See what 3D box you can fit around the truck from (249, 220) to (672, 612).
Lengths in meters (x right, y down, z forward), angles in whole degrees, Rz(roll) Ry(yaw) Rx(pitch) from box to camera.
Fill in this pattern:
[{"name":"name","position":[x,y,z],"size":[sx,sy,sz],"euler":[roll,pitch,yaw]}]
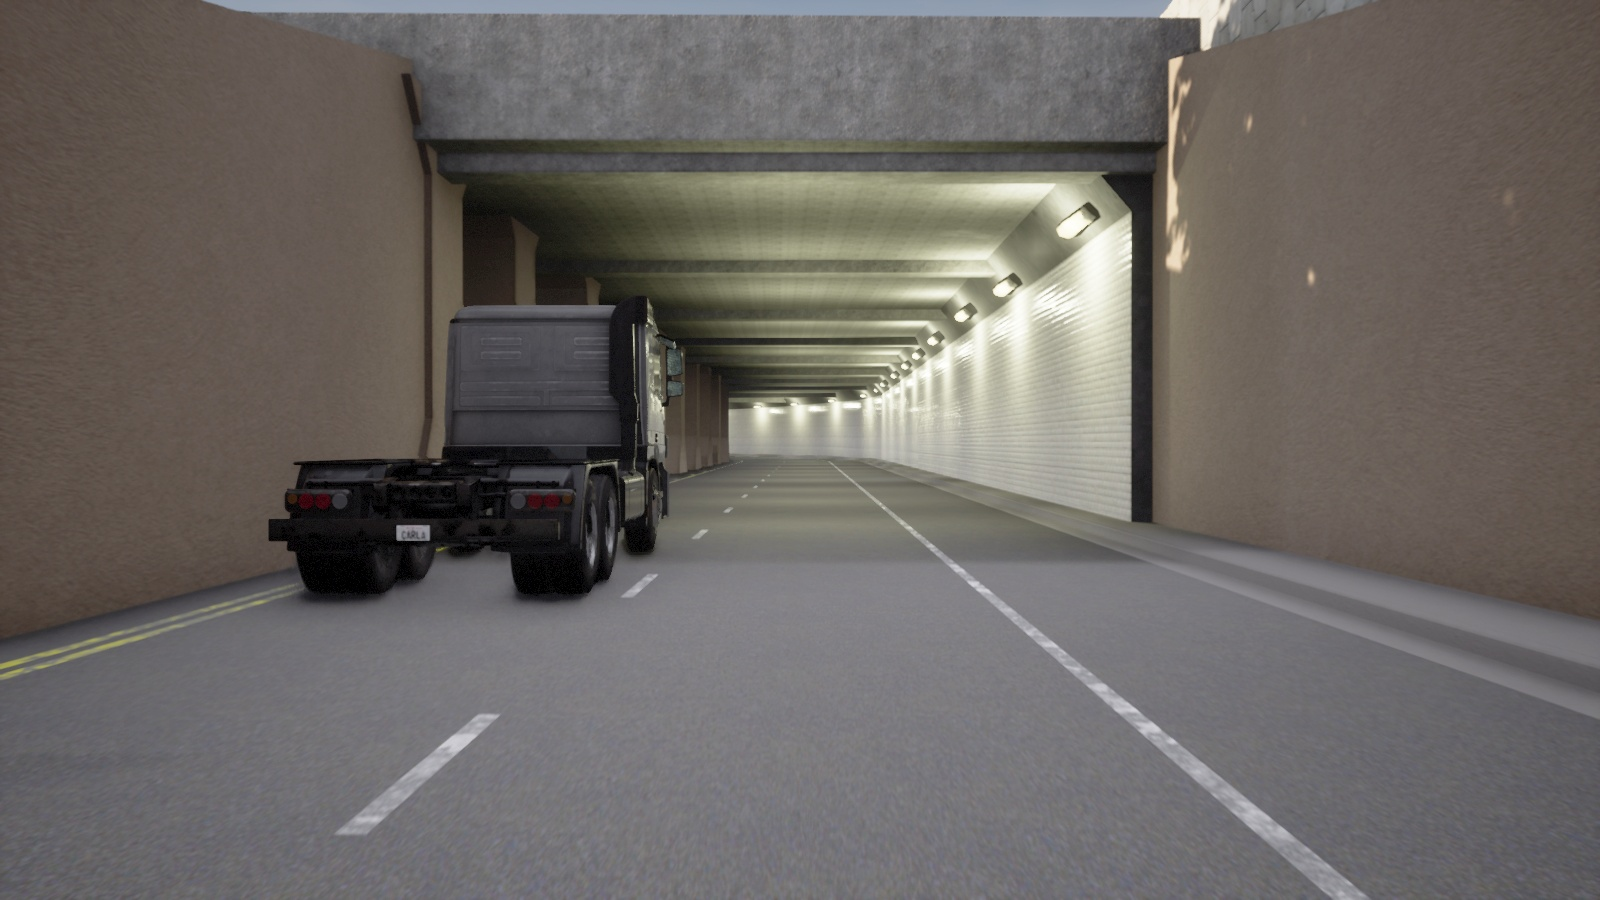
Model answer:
[{"name":"truck","position":[-3.400,-0.323,15.057],"size":[2.891,3.462,7.936],"euler":[0,0,0]}]
